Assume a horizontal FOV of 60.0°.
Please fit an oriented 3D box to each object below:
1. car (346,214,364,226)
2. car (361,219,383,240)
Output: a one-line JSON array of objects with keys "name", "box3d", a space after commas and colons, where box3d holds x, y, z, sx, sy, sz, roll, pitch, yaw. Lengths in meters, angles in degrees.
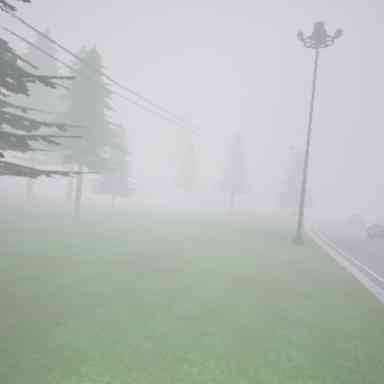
[{"name": "car", "box3d": [23.516, 3.984, 47.829, 2.097, 1.767, 4.553, 6, 0, 21]}, {"name": "car", "box3d": [16.273, 3.409, 28.626, 2.033, 1.411, 5.357, 6, 0, 21]}]
